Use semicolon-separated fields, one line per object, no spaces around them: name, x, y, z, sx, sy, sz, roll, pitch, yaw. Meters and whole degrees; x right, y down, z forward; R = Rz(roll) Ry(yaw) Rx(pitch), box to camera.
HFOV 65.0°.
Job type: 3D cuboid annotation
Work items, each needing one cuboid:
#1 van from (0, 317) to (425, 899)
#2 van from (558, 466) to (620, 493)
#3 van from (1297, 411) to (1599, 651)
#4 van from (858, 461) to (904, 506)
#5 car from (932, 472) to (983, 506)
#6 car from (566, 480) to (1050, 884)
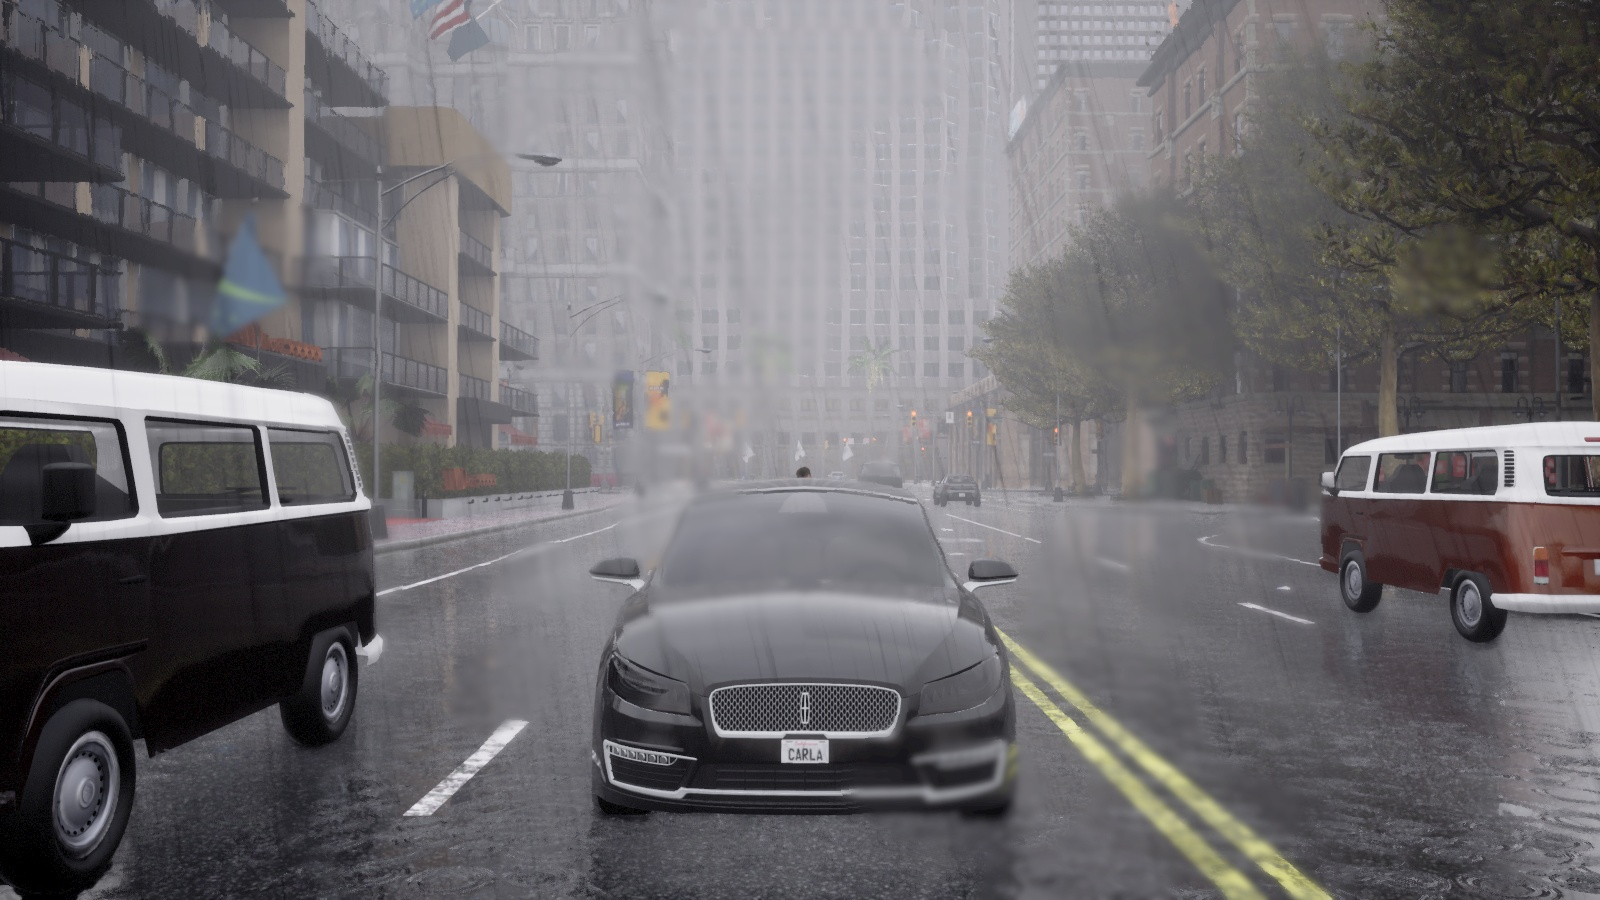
van;-3.470;0.650;5.862;2.069;2.038;4.480;0;-1;0
van;-15.661;2.195;93.451;4.442;1.987;1.775;0;-1;-6
van;7.046;0.726;12.933;2.069;2.038;4.480;0;-1;0
van;3.651;1.511;57.183;1.775;1.987;4.442;0;-1;0
car;7.152;1.760;57.314;1.816;1.474;4.193;0;-1;0
car;0.033;0.940;7.223;1.837;1.490;4.892;0;-1;0
